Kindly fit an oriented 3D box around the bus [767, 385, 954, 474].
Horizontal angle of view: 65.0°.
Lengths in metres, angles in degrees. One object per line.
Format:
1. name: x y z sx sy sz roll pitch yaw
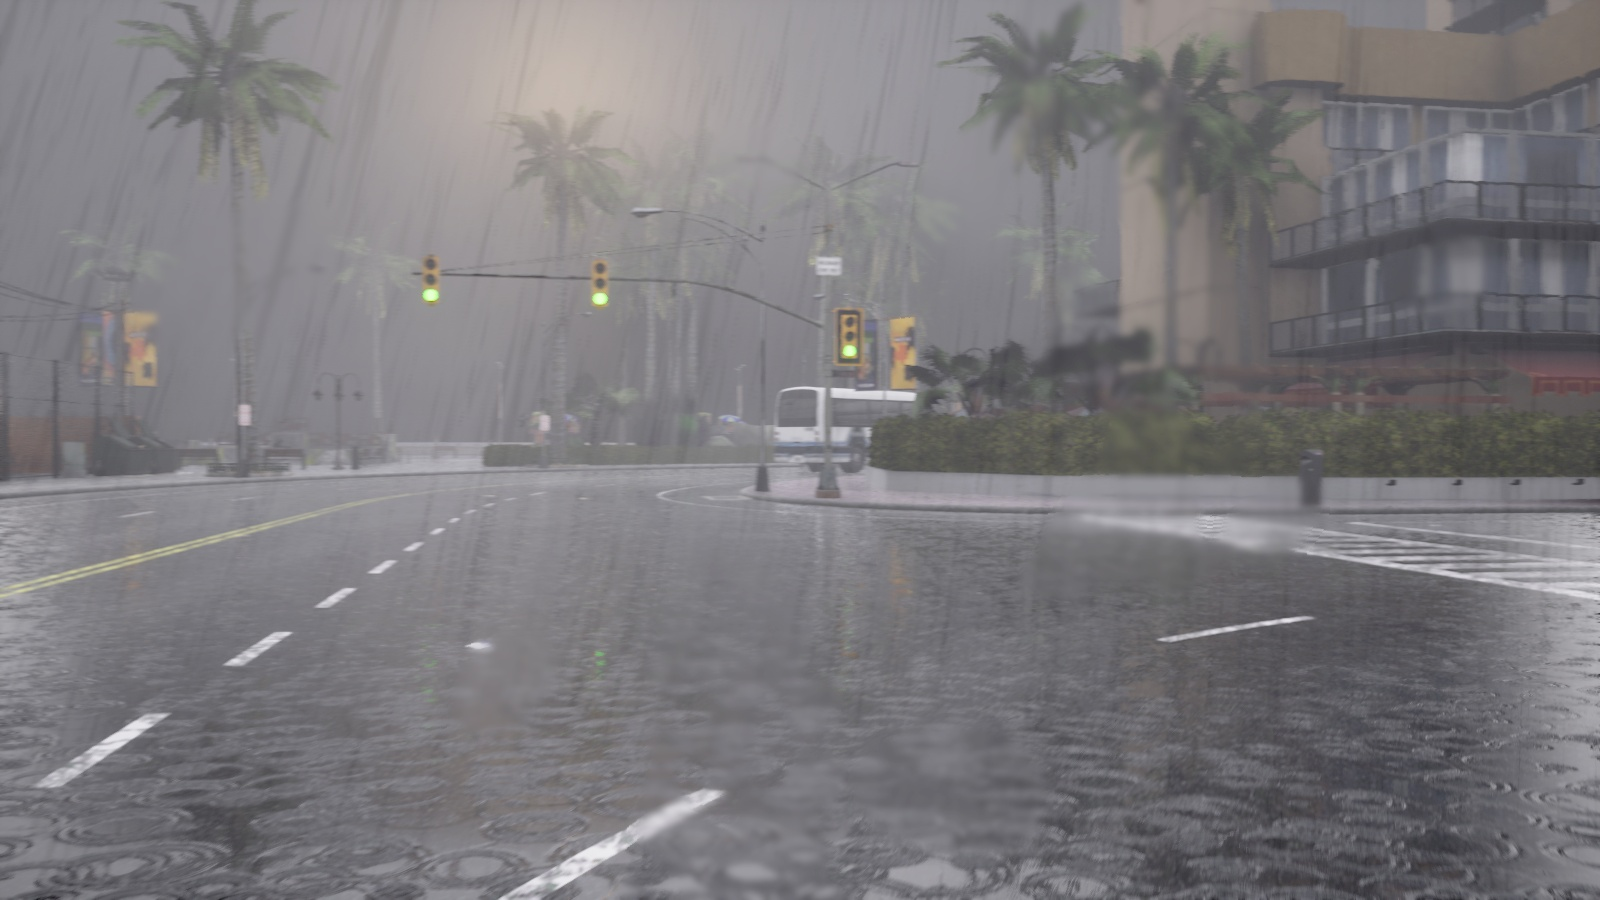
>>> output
1. bus: 3.332 -0.993 65.383 3.944 4.253 10.273 0 0 43
